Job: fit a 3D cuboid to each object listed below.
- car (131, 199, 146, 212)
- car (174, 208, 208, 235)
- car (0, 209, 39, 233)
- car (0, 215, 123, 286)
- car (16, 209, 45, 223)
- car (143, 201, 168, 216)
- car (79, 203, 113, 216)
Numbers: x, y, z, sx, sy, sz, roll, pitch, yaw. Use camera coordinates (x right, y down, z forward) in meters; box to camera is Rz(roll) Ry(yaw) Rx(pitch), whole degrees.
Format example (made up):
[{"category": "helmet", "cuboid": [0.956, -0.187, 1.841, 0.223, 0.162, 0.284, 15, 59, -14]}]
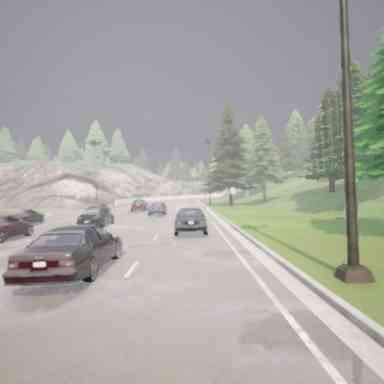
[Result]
[{"category": "car", "cuboid": [-7.285, 1.775, 46.975, 2.097, 1.767, 4.553, -2, 0, 0]}, {"category": "car", "cuboid": [-0.073, 1.615, 19.371, 2.033, 1.411, 5.357, -2, 0, 0]}, {"category": "car", "cuboid": [-10.558, 1.973, 18.275, 1.812, 1.442, 4.674, -2, 0, 0]}, {"category": "car", "cuboid": [-3.501, 1.709, 10.093, 2.033, 1.411, 5.357, -2, 0, 0]}, {"category": "car", "cuboid": [-14.161, 2.138, 28.153, 1.812, 1.442, 4.674, -2, 0, -2]}, {"category": "car", "cuboid": [-3.701, 1.805, 36.619, 2.033, 1.411, 5.357, -2, 0, 0]}, {"category": "car", "cuboid": [-7.111, 1.869, 24.802, 1.812, 1.442, 4.674, -2, 0, 0]}]
